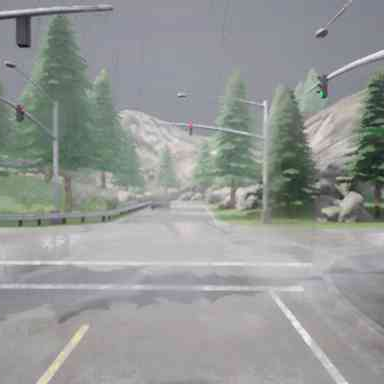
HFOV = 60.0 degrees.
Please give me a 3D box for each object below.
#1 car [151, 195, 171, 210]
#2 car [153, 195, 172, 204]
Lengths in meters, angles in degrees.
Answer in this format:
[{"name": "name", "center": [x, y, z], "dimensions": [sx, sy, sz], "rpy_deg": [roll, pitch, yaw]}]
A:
[{"name": "car", "center": [-3.580, 1.361, 38.464], "dimensions": [1.994, 1.385, 4.181], "rpy_deg": [0, 0, 0]}, {"name": "car", "center": [-5.126, 1.222, 57.579], "dimensions": [1.812, 1.442, 4.674], "rpy_deg": [0, 0, -25]}]
